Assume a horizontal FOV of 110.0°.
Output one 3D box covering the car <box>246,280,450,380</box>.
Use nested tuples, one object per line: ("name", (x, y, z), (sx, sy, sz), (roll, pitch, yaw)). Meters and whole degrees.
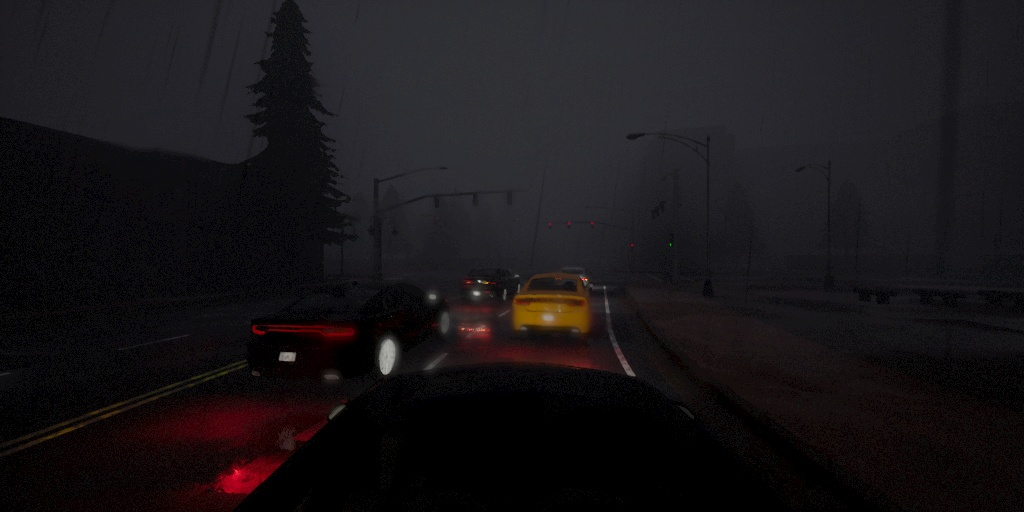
("car", (-2.764, 1.227, 7.368), (1.882, 1.535, 5.008), (0, 0, 7))

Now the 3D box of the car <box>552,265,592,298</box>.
("car", (3.370, 1.273, 19.428), (1.812, 1.442, 4.674), (0, 0, 14))

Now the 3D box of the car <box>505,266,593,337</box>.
("car", (1.301, 1.227, 10.398), (1.882, 1.535, 5.008), (0, 0, 11))

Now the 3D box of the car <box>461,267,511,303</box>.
("car", (-0.859, 1.254, 16.672), (1.837, 1.490, 4.892), (0, 0, 13))
